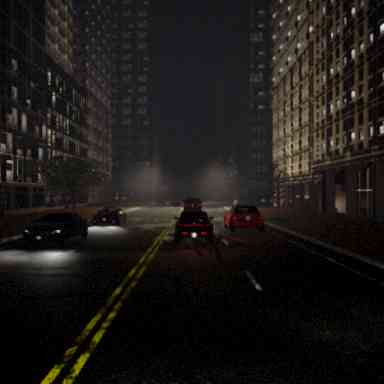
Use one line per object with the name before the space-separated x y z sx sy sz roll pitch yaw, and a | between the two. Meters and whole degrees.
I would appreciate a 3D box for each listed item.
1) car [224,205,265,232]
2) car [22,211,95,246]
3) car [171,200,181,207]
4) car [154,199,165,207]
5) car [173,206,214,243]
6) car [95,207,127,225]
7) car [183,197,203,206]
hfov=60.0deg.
car | 3.352 1.606 22.042 2.097 1.767 4.553 0 -1 0
car | -6.573 1.717 16.612 1.812 1.442 4.674 0 -1 0
car | -3.256 2.334 68.009 1.895 1.301 4.718 0 -1 0
car | -6.507 2.238 68.040 1.837 1.490 4.892 0 -1 0
car | 0.101 1.705 17.388 1.837 1.490 4.892 0 -1 0
car | -6.503 1.868 26.599 1.994 1.385 4.181 0 -1 0
car | 0.086 1.676 40.198 2.150 2.045 5.566 0 -1 0
